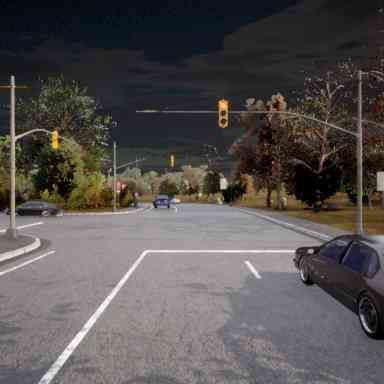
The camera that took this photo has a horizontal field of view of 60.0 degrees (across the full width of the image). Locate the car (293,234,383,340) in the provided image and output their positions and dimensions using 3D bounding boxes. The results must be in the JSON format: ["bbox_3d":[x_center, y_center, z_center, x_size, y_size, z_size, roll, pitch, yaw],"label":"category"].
[{"bbox_3d":[3.609,1.547,6.472,2.033,1.411,5.357,0,0,0],"label":"car"}]

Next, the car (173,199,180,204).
[{"bbox_3d":[-4.423,2.365,83.323,1.812,1.442,4.674,0,-1,-22],"label":"car"}]

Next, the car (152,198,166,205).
[{"bbox_3d":[-8.292,2.353,83.522,1.882,1.535,5.008,0,-1,-25],"label":"car"}]

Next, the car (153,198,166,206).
[{"bbox_3d":[-6.474,1.966,65.105,2.128,1.511,4.902,0,-1,-11],"label":"car"}]

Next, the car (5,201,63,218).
[{"bbox_3d":[-14.294,1.566,30.130,4.892,1.490,1.837,0,2,-2],"label":"car"}]

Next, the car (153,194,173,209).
[{"bbox_3d":[-4.296,1.360,48.249,2.150,2.045,5.566,0,-1,-5],"label":"car"}]
